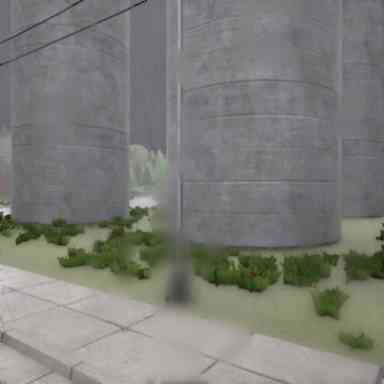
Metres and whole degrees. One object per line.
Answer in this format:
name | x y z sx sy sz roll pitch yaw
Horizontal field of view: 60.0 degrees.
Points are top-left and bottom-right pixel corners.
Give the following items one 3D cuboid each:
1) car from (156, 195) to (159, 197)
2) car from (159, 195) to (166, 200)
car | -8.069 1.363 85.646 3.905 1.438 1.784 0 0 35
car | -4.157 1.192 67.864 3.866 1.878 1.905 0 0 35
